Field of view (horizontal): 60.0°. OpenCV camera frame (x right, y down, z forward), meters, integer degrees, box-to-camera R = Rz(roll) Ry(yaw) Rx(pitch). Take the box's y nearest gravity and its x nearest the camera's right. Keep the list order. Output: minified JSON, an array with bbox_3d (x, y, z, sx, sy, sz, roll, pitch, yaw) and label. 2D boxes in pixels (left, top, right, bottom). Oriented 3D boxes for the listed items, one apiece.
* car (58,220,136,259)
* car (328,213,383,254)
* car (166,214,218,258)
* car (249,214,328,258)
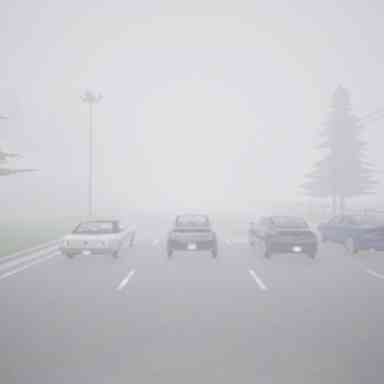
[{"bbox_3d":[-3.487,1.745,13.233,1.895,1.301,4.718,0,-1,0],"label":"car"},{"bbox_3d":[7.022,1.632,14.231,1.882,1.535,5.008,0,0,0],"label":"car"},{"bbox_3d":[0.015,1.640,13.488,2.128,1.511,4.902,0,0,0],"label":"car"},{"bbox_3d":[3.516,1.654,13.490,1.837,1.490,4.892,0,0,0],"label":"car"}]
